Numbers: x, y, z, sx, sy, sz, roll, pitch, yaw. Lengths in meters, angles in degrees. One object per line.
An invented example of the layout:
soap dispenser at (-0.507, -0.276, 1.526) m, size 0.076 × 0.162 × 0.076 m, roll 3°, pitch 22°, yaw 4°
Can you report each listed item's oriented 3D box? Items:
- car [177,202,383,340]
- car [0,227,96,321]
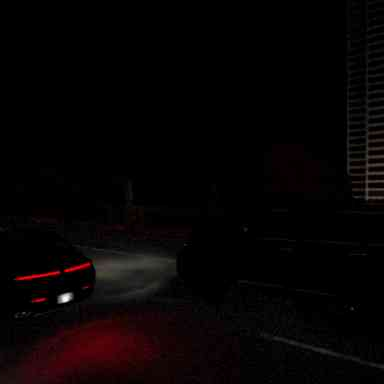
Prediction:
car at (2.320, 1.217, 6.636) m, size 5.566 × 2.045 × 2.150 m, roll 0°, pitch 0°, yaw 35°
car at (-4.051, 1.486, 6.881) m, size 4.892 × 1.490 × 1.837 m, roll 0°, pitch 0°, yaw 35°
